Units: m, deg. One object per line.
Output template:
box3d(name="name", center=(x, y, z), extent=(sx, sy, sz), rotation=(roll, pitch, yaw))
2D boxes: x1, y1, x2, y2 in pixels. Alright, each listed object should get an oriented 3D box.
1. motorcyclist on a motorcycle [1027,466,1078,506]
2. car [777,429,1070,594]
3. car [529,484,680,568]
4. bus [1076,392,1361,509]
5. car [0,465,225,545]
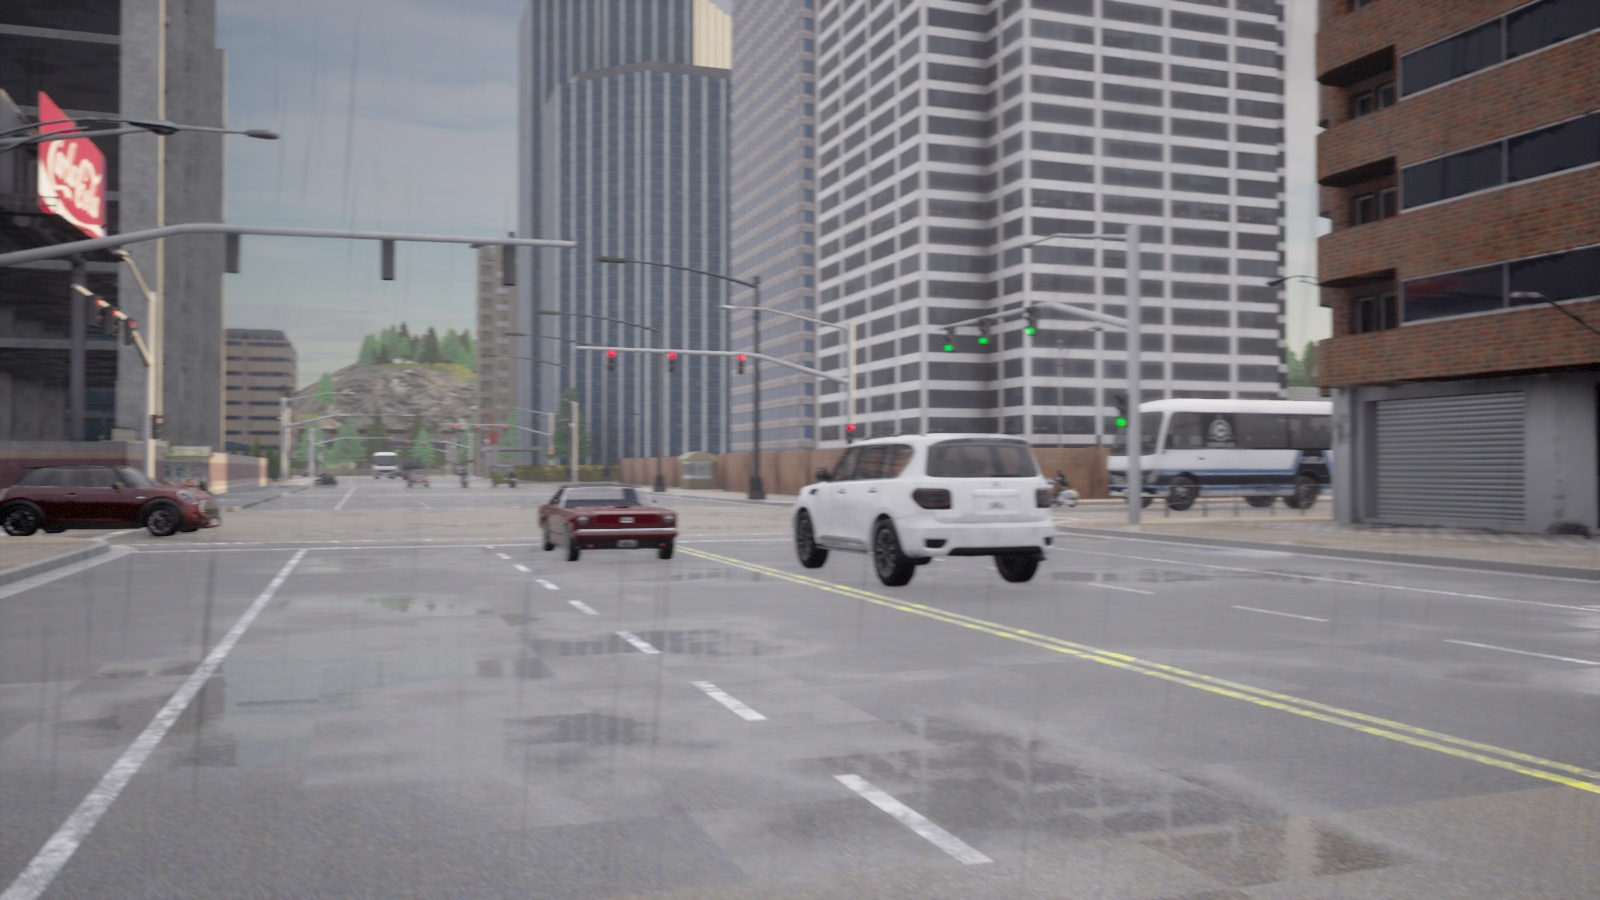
box3d(name="motorcyclist on a motorcycle", center=(10.200, 1.452, 50.664), extent=(1.817, 1.590, 0.866), rotation=(0, -1, -20))
box3d(name="car", center=(1.554, 0.804, 18.520), extent=(2.150, 2.045, 5.566), rotation=(0, -1, -19))
box3d(name="car", center=(-3.677, 1.296, 22.902), extent=(1.895, 1.301, 4.718), rotation=(0, -1, -19))
box3d(name="bus", center=(16.347, 0.046, 49.154), extent=(10.273, 4.253, 3.944), rotation=(0, -1, -20))
box3d(name="car", center=(-16.243, 1.264, 29.558), extent=(4.553, 1.767, 2.097), rotation=(0, -1, -9))
